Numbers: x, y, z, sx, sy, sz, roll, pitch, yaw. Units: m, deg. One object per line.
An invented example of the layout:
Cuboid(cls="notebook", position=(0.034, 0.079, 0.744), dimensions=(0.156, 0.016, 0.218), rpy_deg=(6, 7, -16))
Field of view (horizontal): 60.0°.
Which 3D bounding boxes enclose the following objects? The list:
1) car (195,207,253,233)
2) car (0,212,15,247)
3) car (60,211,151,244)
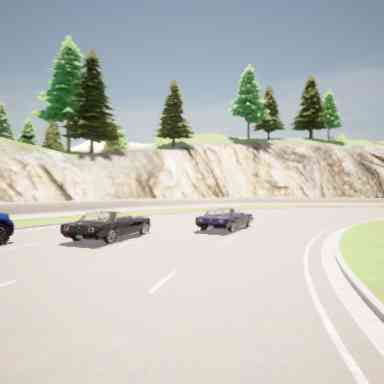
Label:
Cuboid(cls="car", position=(2.033, 1.538, 19.383), dimensions=(1.895, 1.301, 4.718), rpy_deg=(1, 0, 28))
Cuboid(cls="car", position=(-8.814, 1.084, 11.367), dimensions=(2.150, 2.045, 5.566), rpy_deg=(0, 0, 14))
Cuboid(cls="car", position=(-3.672, 1.498, 15.244), dimensions=(1.895, 1.301, 4.718), rpy_deg=(1, 0, 20))
